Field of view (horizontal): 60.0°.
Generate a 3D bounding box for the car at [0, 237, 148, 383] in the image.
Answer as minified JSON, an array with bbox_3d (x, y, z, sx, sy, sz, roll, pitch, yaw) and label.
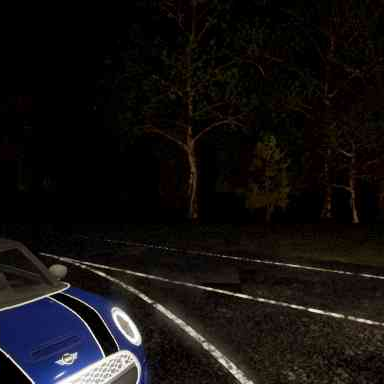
[{"bbox_3d":[-2.654,1.338,3.766,4.553,1.767,2.097,1,0,35],"label":"car"}]
